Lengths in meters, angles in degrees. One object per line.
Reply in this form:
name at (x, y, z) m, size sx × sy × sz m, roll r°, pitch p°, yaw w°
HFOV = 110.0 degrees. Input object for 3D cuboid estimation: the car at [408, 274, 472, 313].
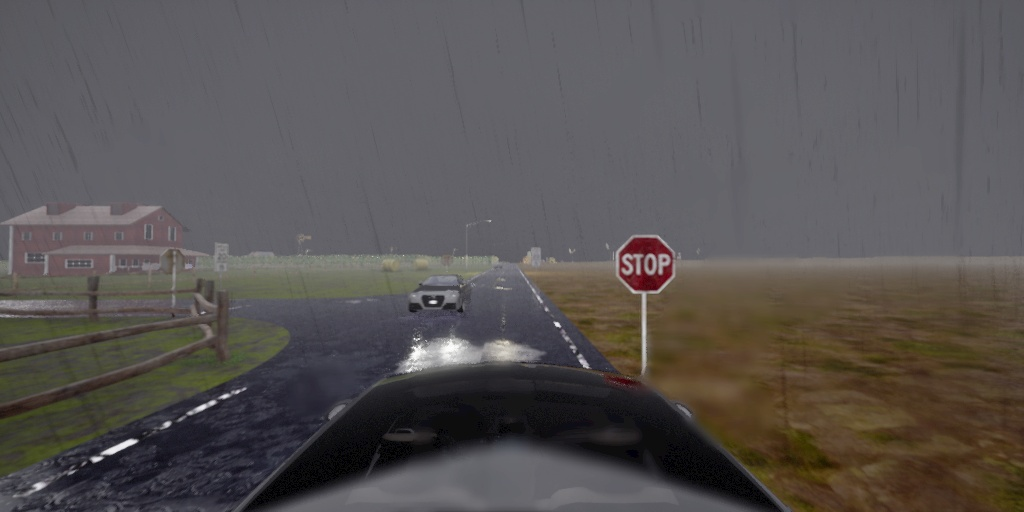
car at (-2.745, 1.437, 14.465) m, size 1.994 × 1.385 × 4.181 m, roll 0°, pitch -1°, yaw 0°
